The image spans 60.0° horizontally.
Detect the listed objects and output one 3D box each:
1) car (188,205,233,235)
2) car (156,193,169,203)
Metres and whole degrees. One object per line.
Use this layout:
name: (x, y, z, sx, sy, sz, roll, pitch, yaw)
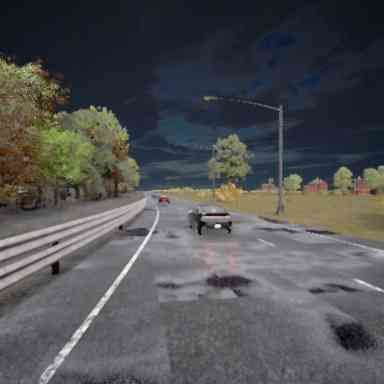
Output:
car: (0.921, 1.453, 18.641, 2.128, 1.511, 4.902, 0, 0, -8)
car: (-5.241, 1.275, 61.600, 1.882, 1.535, 5.008, 0, 0, -8)
